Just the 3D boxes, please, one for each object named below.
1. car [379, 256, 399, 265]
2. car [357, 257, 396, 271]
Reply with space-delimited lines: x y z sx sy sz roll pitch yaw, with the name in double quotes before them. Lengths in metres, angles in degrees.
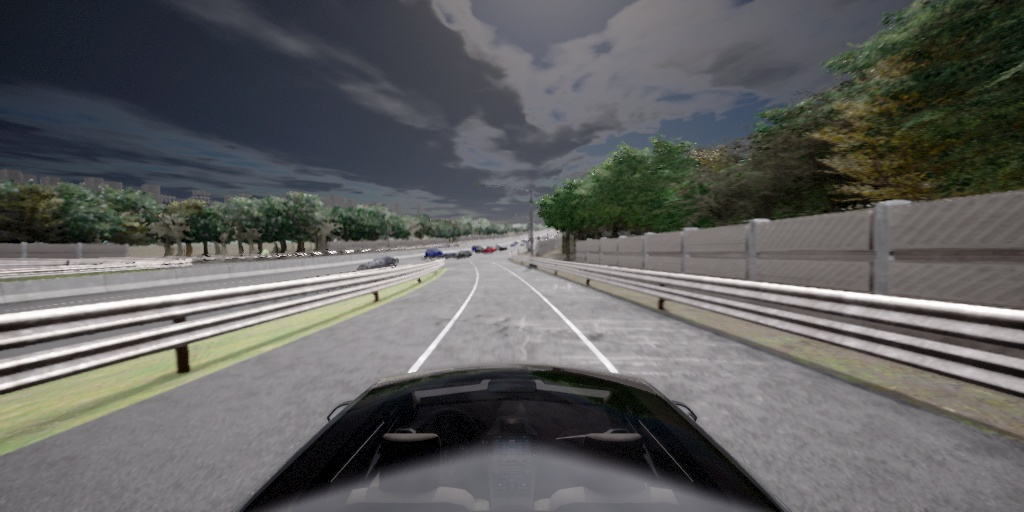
"car" -18.269 0.983 51.217 2.033 1.411 5.357 0 3 11
"car" -16.350 1.341 42.744 2.128 1.511 4.902 0 3 11
